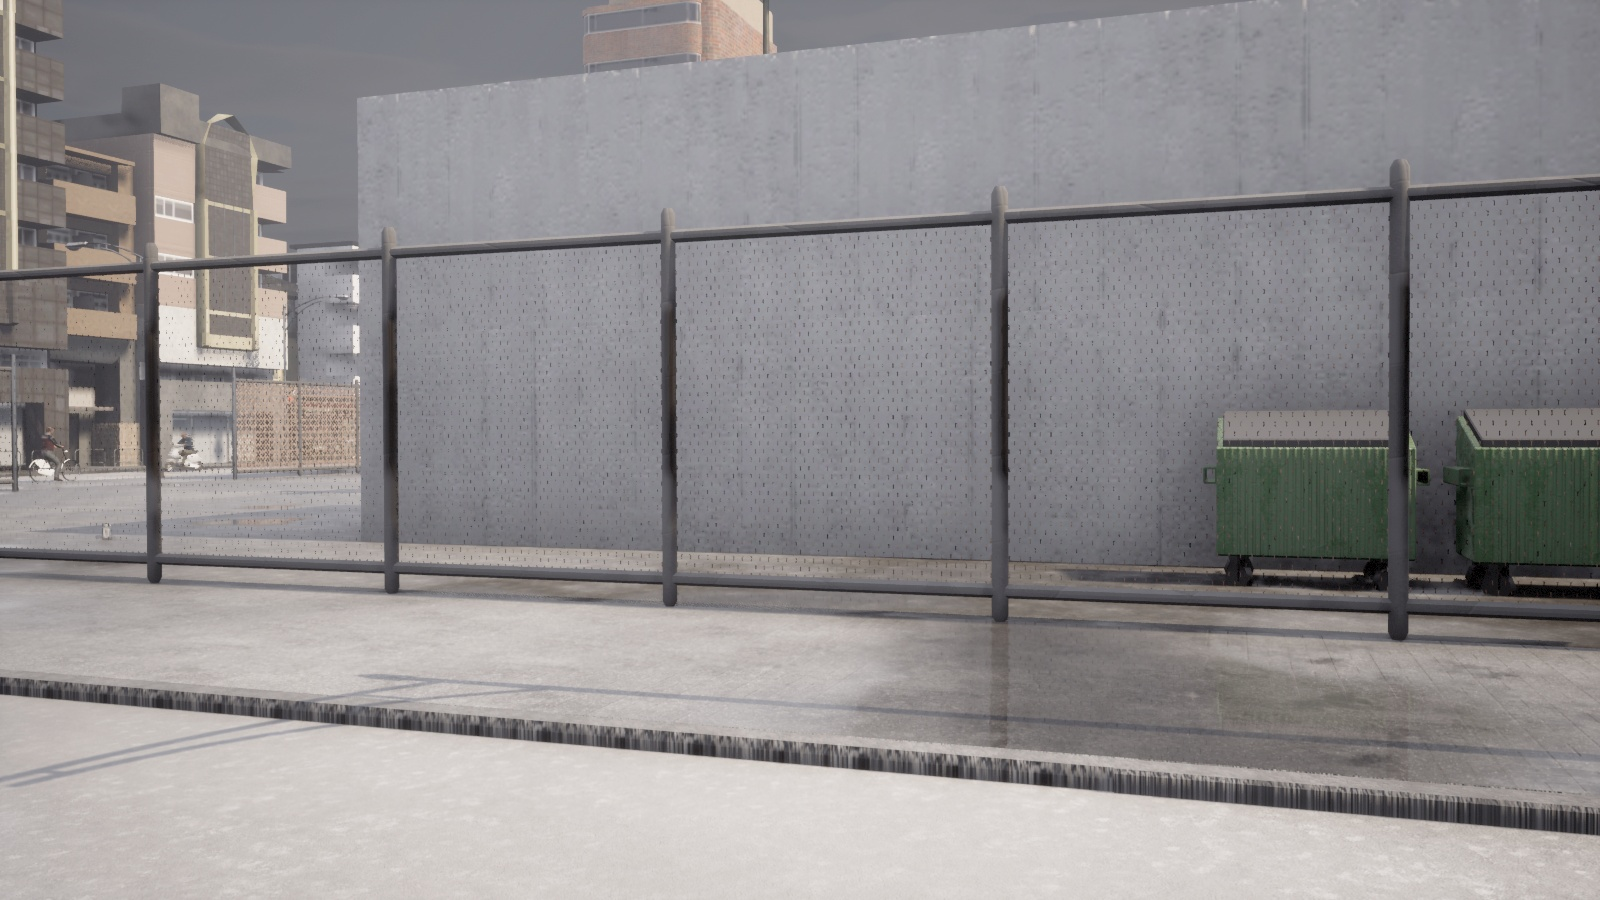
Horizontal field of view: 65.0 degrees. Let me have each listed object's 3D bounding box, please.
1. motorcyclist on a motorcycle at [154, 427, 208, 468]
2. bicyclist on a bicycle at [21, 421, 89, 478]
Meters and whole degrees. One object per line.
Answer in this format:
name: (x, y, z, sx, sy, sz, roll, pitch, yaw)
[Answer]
motorcyclist on a motorcycle: (-24.497, -0.108, 49.719, 0.866, 1.590, 1.817, 1, 1, 20)
bicyclist on a bicycle: (-23.671, -0.031, 39.939, 0.659, 1.776, 1.843, 1, 1, 19)
